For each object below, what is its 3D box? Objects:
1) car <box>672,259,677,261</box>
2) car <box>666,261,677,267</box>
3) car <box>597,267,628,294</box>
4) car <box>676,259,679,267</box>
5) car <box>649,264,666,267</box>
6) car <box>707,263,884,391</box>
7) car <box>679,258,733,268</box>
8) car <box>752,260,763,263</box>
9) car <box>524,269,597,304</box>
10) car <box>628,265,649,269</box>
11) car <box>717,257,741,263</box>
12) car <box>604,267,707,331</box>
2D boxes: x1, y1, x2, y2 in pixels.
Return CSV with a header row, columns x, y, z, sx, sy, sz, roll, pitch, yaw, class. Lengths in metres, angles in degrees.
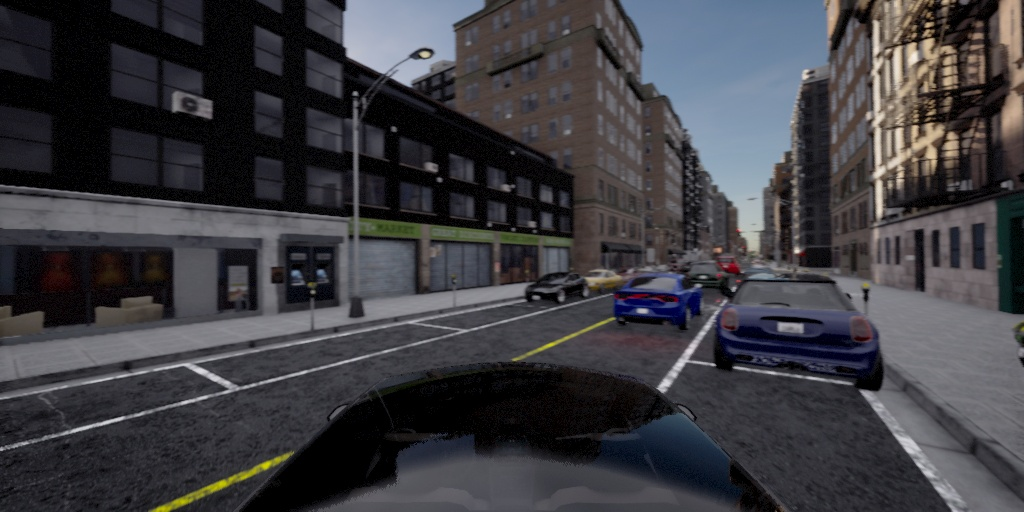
x,y,z,sx,sy,sz,roll,pitch,yaw,class
20.616,1.279,44.263,2.192,1.841,5.009,0,0,34,car
14.509,1.491,35.324,2.007,1.370,4.403,0,0,34,car
5.251,1.426,21.776,1.751,1.417,4.829,0,0,34,car
18.888,1.265,37.189,2.097,1.767,4.553,-1,-1,35,car
11.455,1.479,30.855,2.007,1.370,4.403,0,0,34,car
5.393,1.105,7.160,2.097,1.767,4.553,-1,-1,34,car
11.753,1.186,21.591,2.097,1.767,4.553,-1,-1,34,car
21.225,1.356,30.931,1.751,1.417,4.829,0,0,34,car
2.294,1.451,17.447,1.948,1.339,4.313,0,0,34,car
8.401,1.497,26.386,1.802,1.307,4.207,0,0,34,car
22.392,1.102,37.337,2.150,2.045,5.566,-1,-1,34,car
4.789,1.278,11.396,1.882,1.535,5.008,-1,-1,34,car
